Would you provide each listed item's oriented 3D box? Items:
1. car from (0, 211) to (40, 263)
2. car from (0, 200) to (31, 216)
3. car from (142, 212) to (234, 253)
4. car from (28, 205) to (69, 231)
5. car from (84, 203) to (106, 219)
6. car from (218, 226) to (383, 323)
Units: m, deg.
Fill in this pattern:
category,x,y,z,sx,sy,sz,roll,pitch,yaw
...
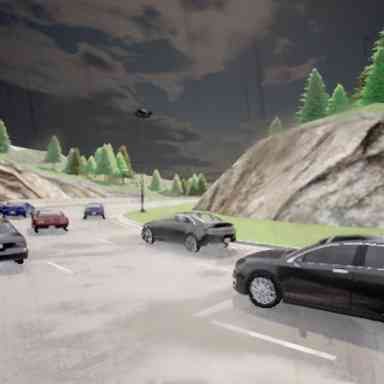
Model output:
category,x,y,z,sx,sy,sz,roll,pitch,yaw
car,-7.092,1.614,11.465,2.033,1.411,5.357,0,-1,-38
car,-16.390,1.670,31.849,1.882,1.535,5.008,0,0,-12
car,-0.295,1.603,14.329,2.128,1.511,4.902,0,0,-42
car,-9.053,1.734,21.009,1.895,1.301,4.718,0,0,-28
car,-9.320,1.742,31.953,1.812,1.442,4.674,0,0,-14
car,3.111,1.567,6.362,4.892,1.490,1.837,0,0,37
